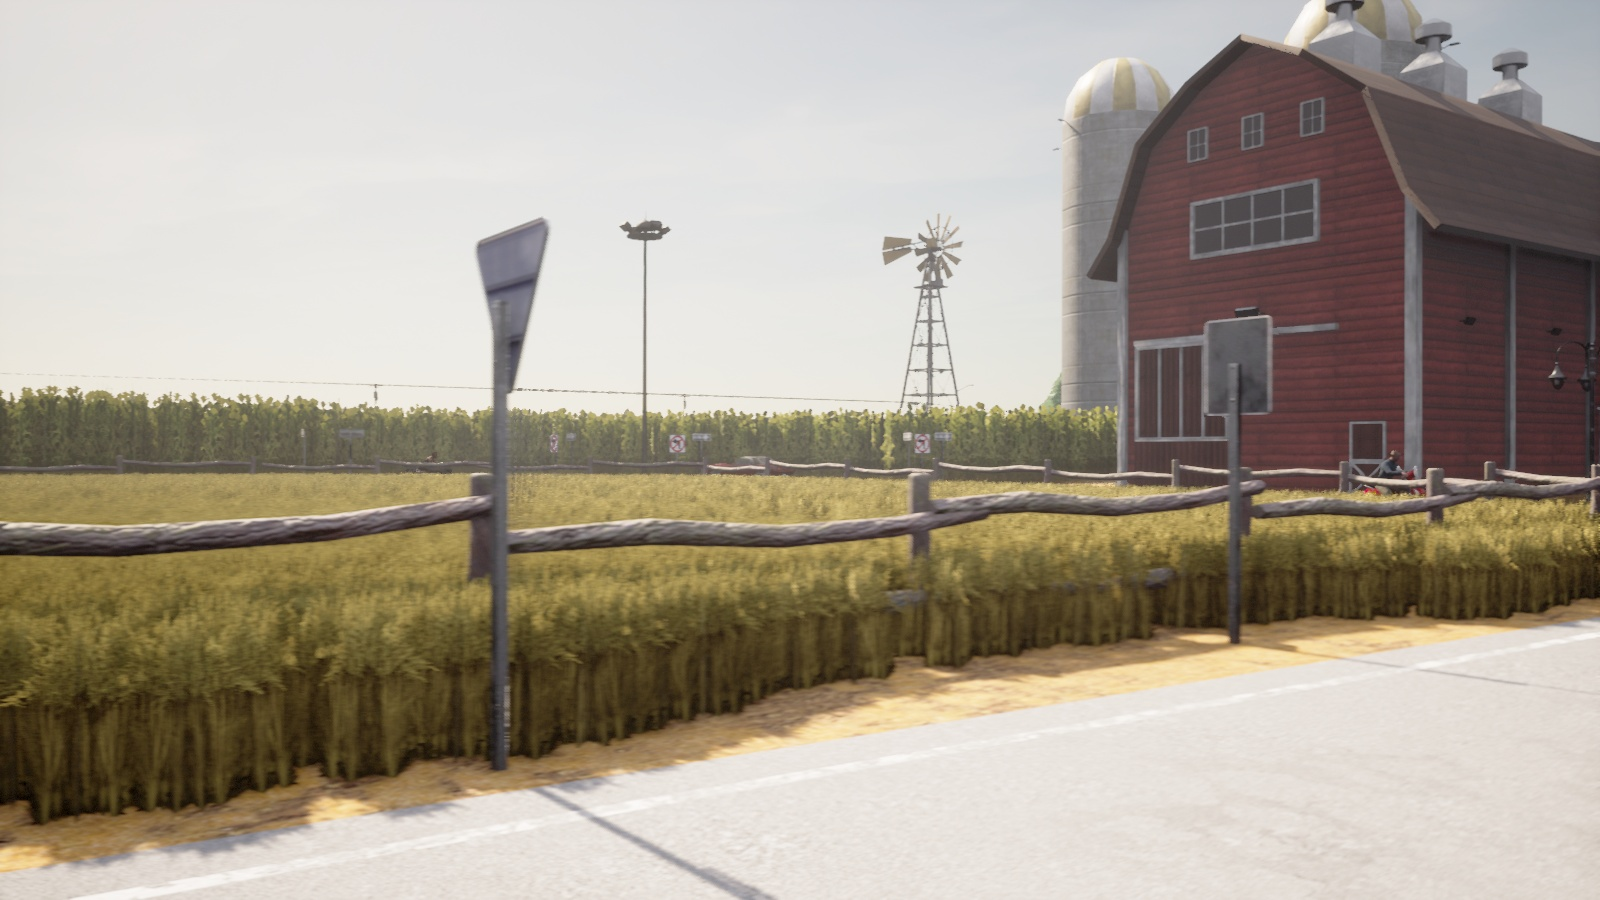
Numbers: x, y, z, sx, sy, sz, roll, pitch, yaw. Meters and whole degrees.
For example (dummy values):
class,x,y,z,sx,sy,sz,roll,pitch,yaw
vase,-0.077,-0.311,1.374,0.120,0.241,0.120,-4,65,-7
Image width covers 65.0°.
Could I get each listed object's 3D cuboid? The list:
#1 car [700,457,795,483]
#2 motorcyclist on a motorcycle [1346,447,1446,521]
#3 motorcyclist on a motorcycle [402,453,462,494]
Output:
class,x,y,z,sx,sy,sz,roll,pitch,yaw
car,-2.766,1.013,65.864,4.718,1.301,1.895,0,0,32
motorcyclist on a motorcycle,13.302,0.739,28.065,0.866,1.590,1.817,0,0,-38
motorcyclist on a motorcycle,-13.953,0.873,47.612,2.044,1.523,0.797,0,2,-1
